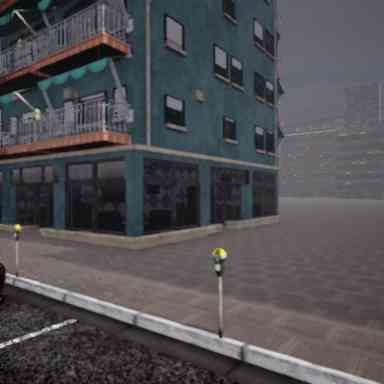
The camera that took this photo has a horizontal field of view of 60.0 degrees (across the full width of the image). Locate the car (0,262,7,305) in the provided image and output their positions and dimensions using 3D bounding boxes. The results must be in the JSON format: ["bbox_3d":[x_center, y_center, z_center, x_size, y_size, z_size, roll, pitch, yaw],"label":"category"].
[{"bbox_3d":[-5.305,1.531,6.515,4.313,1.339,1.947,0,0,36],"label":"car"}]
